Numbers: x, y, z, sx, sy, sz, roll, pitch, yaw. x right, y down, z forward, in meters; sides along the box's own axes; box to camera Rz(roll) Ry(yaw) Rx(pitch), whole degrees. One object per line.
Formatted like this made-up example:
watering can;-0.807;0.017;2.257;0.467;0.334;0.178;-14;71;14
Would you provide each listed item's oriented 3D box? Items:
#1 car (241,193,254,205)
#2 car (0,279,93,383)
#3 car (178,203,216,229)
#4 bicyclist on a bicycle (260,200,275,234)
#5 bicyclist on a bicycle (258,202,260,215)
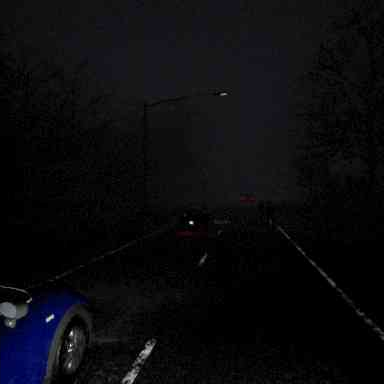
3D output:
car;9.971;1.230;59.908;2.150;2.045;5.566;0;0;8
car;-2.626;1.352;2.719;2.097;1.767;4.553;0;0;9
car;0.360;1.506;21.594;1.837;1.490;4.892;0;0;9
bicyclist on a bicycle;4.247;1.372;18.207;0.659;1.776;1.843;0;0;9
bicyclist on a bicycle;5.626;1.455;26.907;0.582;1.620;1.656;0;0;9
